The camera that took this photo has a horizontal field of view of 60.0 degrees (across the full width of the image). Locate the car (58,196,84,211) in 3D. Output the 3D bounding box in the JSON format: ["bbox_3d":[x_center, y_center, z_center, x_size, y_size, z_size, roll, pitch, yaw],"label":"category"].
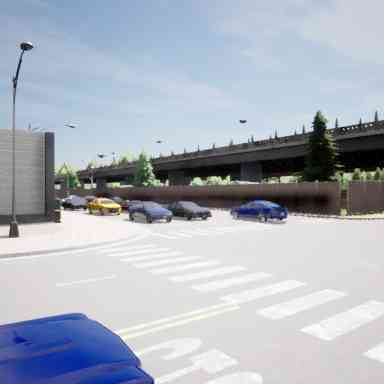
[{"bbox_3d":[-14.294,1.492,40.480,2.033,1.411,5.357,0,0,-35],"label":"car"}]

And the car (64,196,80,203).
[{"bbox_3d":[-23.772,1.469,65.932,1.812,1.442,4.674,0,0,-36],"label":"car"}]

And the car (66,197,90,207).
[{"bbox_3d":[-17.486,1.492,50.986,2.033,1.411,5.357,0,0,-35],"label":"car"}]

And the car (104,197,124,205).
[{"bbox_3d":[-13.548,1.508,57.819,1.994,1.385,4.181,0,0,-35],"label":"car"}]

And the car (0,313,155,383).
[{"bbox_3d":[-2.530,1.601,1.971,4.718,1.301,1.895,0,0,-36],"label":"car"}]

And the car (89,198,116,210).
[{"bbox_3d":[-11.454,1.470,42.542,1.812,1.442,4.674,0,0,-36],"label":"car"}]

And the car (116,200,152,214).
[{"bbox_3d":[-6.199,1.545,35.169,1.895,1.301,4.718,0,0,-36],"label":"car"}]

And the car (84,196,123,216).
[{"bbox_3d":[-8.597,1.422,32.501,1.882,1.535,5.008,0,0,-36],"label":"car"}]

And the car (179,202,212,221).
[{"bbox_3d":[-0.629,1.492,27.367,2.033,1.411,5.357,0,0,-36],"label":"car"}]

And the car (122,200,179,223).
[{"bbox_3d":[-3.231,1.470,24.996,1.812,1.442,4.674,0,0,-36],"label":"car"}]

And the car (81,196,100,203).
[{"bbox_3d":[-20.746,1.488,67.792,2.033,1.411,5.357,0,0,-36],"label":"car"}]

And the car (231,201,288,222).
[{"bbox_3d":[5.068,1.424,25.735,1.882,1.535,5.008,0,0,-33],"label":"car"}]

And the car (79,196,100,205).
[{"bbox_3d":[-17.845,1.422,57.813,1.882,1.535,5.008,0,0,-36],"label":"car"}]
